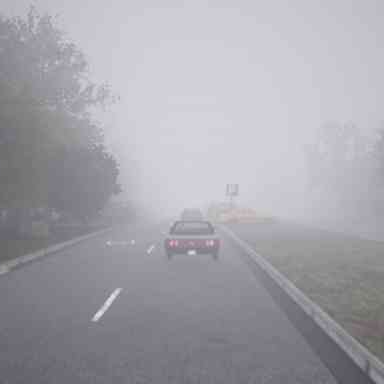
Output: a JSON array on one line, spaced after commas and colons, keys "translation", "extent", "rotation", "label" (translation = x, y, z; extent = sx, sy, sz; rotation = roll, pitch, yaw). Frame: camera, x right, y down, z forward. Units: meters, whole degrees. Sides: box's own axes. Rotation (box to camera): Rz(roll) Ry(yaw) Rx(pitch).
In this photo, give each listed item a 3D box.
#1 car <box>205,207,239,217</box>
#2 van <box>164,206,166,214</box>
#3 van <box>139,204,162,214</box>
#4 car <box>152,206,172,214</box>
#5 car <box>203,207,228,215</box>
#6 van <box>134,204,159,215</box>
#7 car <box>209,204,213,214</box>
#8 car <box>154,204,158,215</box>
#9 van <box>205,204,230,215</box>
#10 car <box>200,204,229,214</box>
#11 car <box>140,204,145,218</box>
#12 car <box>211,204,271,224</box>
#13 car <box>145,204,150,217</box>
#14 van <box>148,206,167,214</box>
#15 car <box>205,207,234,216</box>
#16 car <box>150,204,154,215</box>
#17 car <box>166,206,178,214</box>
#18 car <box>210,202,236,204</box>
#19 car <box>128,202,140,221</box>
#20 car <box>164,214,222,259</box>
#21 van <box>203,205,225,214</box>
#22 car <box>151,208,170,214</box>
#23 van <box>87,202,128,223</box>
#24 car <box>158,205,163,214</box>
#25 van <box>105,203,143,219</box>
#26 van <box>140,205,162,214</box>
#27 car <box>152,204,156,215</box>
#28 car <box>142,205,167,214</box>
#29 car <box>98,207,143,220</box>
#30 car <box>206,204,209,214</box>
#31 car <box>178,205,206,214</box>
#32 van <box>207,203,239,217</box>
[{"translation": [4.532, 2.990, 50.741], "extent": [5.008, 1.535, 2.097], "rotation": [0, -3, 0], "label": "car"}, {"translation": [-8.660, 3.860, 72.930], "extent": [4.442, 1.987, 1.878], "rotation": [0, -3, 0], "label": "van"}, {"translation": [-8.426, 3.523, 67.392], "extent": [4.442, 1.987, 1.878], "rotation": [0, -3, 0], "label": "van"}, {"translation": [-8.516, 5.187, 95.178], "extent": [5.566, 2.045, 2.435], "rotation": [0, -3, 0], "label": "car"}, {"translation": [4.508, 3.640, 64.613], "extent": [4.792, 1.488, 2.163], "rotation": [0, -3, 0], "label": "car"}, {"translation": [-8.426, 3.267, 62.006], "extent": [4.442, 1.987, 1.878], "rotation": [0, -3, 0], "label": "van"}, {"translation": [4.532, 2.257, 34.104], "extent": [5.008, 1.535, 2.097], "rotation": [0, -2, 0], "label": "car"}, {"translation": [-8.536, 3.123, 53.695], "extent": [4.892, 1.521, 2.231], "rotation": [0, -3, 0], "label": "car"}, {"translation": [4.654, 3.260, 61.845], "extent": [4.442, 1.987, 1.878], "rotation": [0, -3, 0], "label": "van"}, {"translation": [4.509, 3.497, 67.377], "extent": [5.566, 2.045, 2.435], "rotation": [0, -3, 0], "label": "car"}, {"translation": [-8.357, 2.379, 37.092], "extent": [5.366, 1.575, 1.946], "rotation": [0, -2, 0], "label": "car"}, {"translation": [4.533, 2.150, 31.334], "extent": [4.892, 1.521, 2.231], "rotation": [0, -2, 0], "label": "car"}, {"translation": [-8.511, 2.625, 45.397], "extent": [4.553, 1.767, 2.185], "rotation": [0, -3, 0], "label": "car"}, {"translation": [-8.660, 4.532, 83.990], "extent": [4.442, 1.987, 1.878], "rotation": [0, -3, 0], "label": "van"}, {"translation": [4.567, 3.267, 56.286], "extent": [4.792, 1.488, 2.163], "rotation": [0, -3, 0], "label": "car"}, {"translation": [-8.537, 2.869, 48.035], "extent": [5.008, 1.535, 2.097], "rotation": [0, -3, 0], "label": "car"}, {"translation": [-3.517, 3.557, 66.082], "extent": [2.097, 1.767, 4.553], "rotation": [0, -3, 0], "label": "car"}, {"translation": [4.507, 2.248, 36.884], "extent": [4.553, 1.767, 2.185], "rotation": [0, -3, 0], "label": "car"}, {"translation": [-8.569, 2.013, 34.337], "extent": [5.566, 2.045, 2.435], "rotation": [0, -2, 0], "label": "car"}, {"translation": [0.017, 1.768, 13.280], "extent": [1.895, 1.301, 4.718], "rotation": [0, -1, 0], "label": "car"}, {"translation": [4.654, 3.691, 70.146], "extent": [4.442, 1.987, 1.878], "rotation": [0, -3, 0], "label": "van"}, {"translation": [-8.538, 5.101, 89.632], "extent": [5.008, 1.535, 2.097], "rotation": [0, -3, 0], "label": "car"}, {"translation": [-8.659, 1.927, 31.446], "extent": [4.442, 1.987, 1.878], "rotation": [0, -2, 0], "label": "van"}, {"translation": [-8.358, 3.366, 59.231], "extent": [5.366, 1.575, 1.946], "rotation": [0, -3, 0], "label": "car"}, {"translation": [-8.659, 2.402, 42.635], "extent": [4.442, 1.987, 1.878], "rotation": [0, -3, 0], "label": "van"}, {"translation": [-8.659, 3.699, 70.290], "extent": [4.442, 1.987, 1.878], "rotation": [0, -3, 0], "label": "van"}, {"translation": [-8.537, 2.998, 50.928], "extent": [5.008, 1.535, 2.097], "rotation": [0, -3, 0], "label": "car"}, {"translation": [-8.515, 4.003, 75.697], "extent": [5.566, 2.045, 2.435], "rotation": [0, -3, 0], "label": "car"}, {"translation": [-8.535, 2.505, 39.857], "extent": [4.892, 1.521, 2.231], "rotation": [0, -3, 0], "label": "car"}, {"translation": [4.566, 2.243, 39.659], "extent": [5.566, 2.045, 2.435], "rotation": [0, -3, 0], "label": "car"}, {"translation": [0.021, 2.078, 28.601], "extent": [1.837, 1.490, 4.892], "rotation": [0, -1, 1], "label": "car"}, {"translation": [4.421, 2.641, 47.978], "extent": [4.442, 1.987, 1.878], "rotation": [0, -3, 0], "label": "van"}]
